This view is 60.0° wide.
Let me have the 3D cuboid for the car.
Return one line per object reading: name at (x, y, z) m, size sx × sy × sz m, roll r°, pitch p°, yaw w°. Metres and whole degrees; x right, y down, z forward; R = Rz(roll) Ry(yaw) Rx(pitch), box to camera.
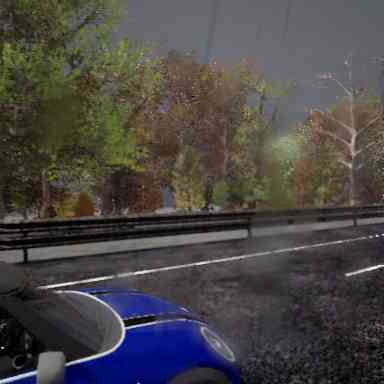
car at (-1.755, 1.353, 2.506) m, size 4.553 × 1.767 × 2.097 m, roll 0°, pitch 0°, yaw -35°
